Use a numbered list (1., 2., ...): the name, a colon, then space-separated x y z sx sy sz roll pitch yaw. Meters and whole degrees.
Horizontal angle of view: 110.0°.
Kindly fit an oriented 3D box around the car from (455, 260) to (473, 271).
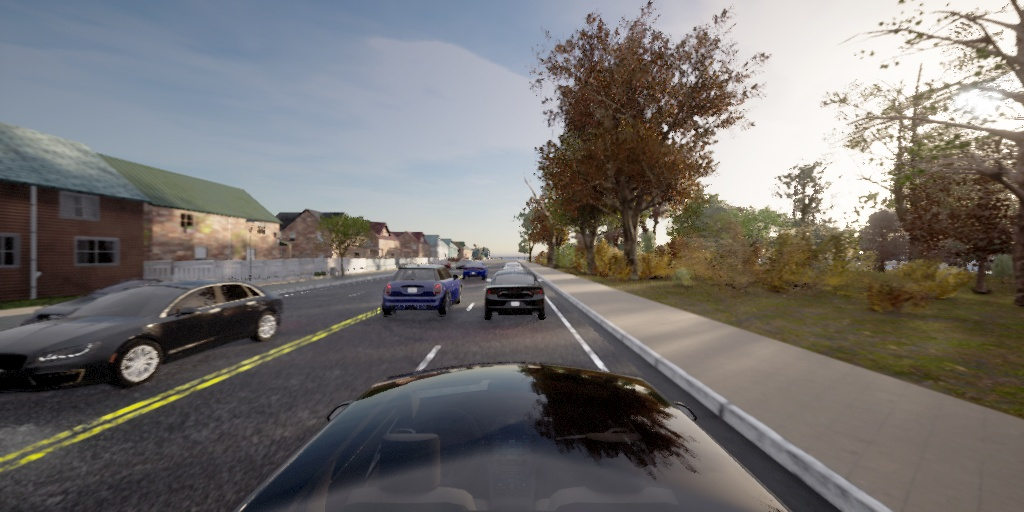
1. car: -6.588 1.265 49.526 1.837 1.490 4.892 0 0 0

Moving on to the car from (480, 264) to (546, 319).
1. car: 0.087 1.228 12.807 1.882 1.535 5.008 0 0 0

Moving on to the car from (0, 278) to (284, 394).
1. car: -6.600 1.255 6.973 1.837 1.490 4.892 0 0 0

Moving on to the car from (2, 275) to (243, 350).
1. car: -9.850 1.314 9.718 1.994 1.385 4.181 0 0 0

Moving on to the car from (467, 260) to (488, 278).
1. car: -3.156 1.231 31.650 1.882 1.535 5.008 0 0 0

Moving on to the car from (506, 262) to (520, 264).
1. car: 0.092 1.279 31.117 1.812 1.442 4.674 0 0 0

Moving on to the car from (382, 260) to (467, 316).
1. car: -3.151 1.102 13.466 2.097 1.767 4.553 0 0 0

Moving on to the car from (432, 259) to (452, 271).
1. car: -9.834 1.240 50.873 1.882 1.535 5.008 0 0 0
